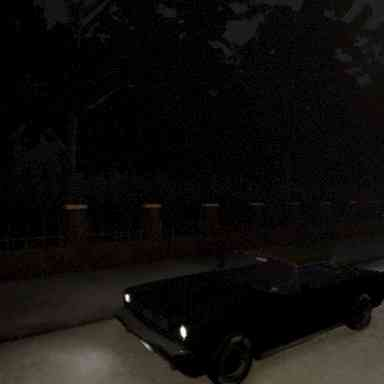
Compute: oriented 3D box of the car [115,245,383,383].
[{"bbox_3d":[1.229,1.645,5.479,4.718,1.301,1.895,1,0,-35],"label":"car"}]
